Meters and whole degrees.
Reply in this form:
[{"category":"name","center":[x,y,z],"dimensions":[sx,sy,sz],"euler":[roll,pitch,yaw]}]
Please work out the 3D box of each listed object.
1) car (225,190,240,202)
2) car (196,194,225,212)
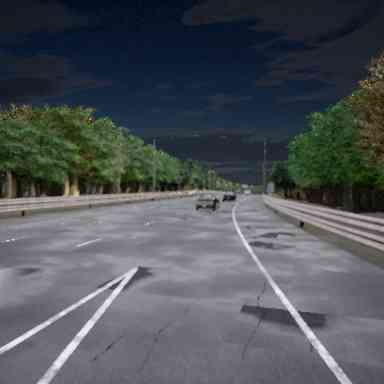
[{"category":"car","center":[6.244,0.741,54.464],"dimensions":[1.882,1.535,5.008],"euler":[0,1,12]},{"category":"car","center":[1.596,1.048,32.291],"dimensions":[2.128,1.511,4.902],"euler":[0,1,12]}]
